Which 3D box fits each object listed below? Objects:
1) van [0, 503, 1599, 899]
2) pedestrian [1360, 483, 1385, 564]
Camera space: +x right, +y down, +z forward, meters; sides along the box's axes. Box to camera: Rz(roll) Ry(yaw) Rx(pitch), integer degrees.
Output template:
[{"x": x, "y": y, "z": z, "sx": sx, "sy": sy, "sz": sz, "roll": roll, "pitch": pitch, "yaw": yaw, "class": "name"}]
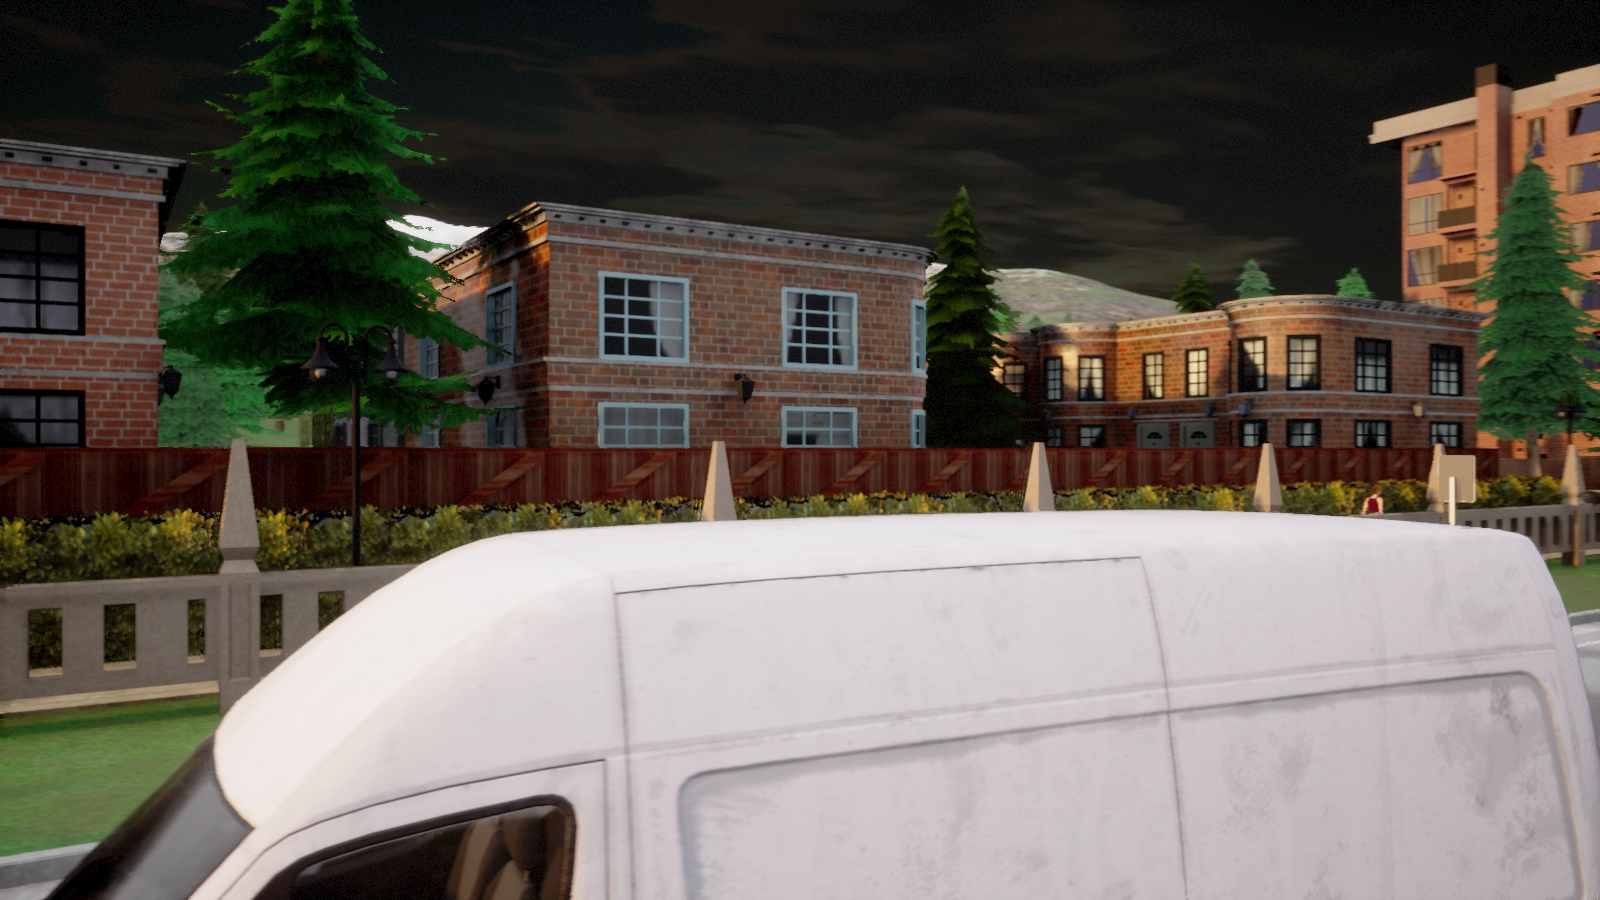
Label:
[{"x": -0.238, "y": 1.536, "z": 3.524, "sx": 5.915, "sy": 2.561, "sz": 1.988, "roll": 0, "pitch": 0, "yaw": -24, "class": "van"}, {"x": 13.383, "y": 1.701, "z": 26.705, "sx": 0.375, "sy": 1.860, "sz": 0.375, "roll": 0, "pitch": 0, "yaw": -32, "class": "pedestrian"}]
